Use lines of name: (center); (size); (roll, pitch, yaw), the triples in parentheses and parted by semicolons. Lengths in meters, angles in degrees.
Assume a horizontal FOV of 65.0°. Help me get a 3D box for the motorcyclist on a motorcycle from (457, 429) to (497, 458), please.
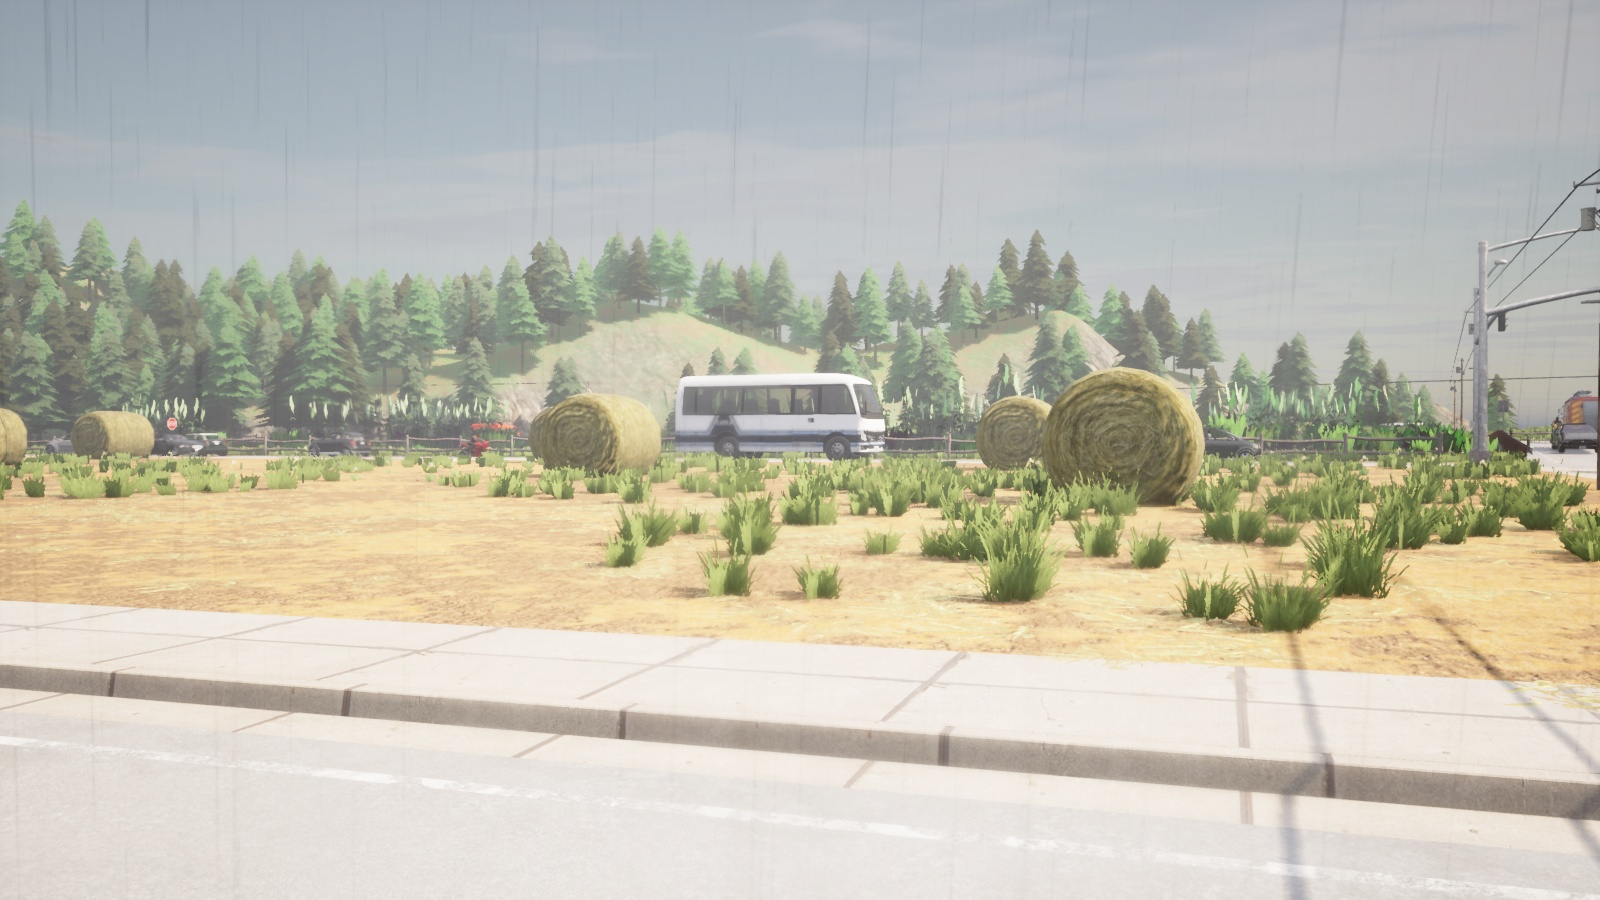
motorcyclist on a motorcycle: (-17.387, -0.346, 67.552); (2.044, 1.523, 0.797); (1, 1, 22)

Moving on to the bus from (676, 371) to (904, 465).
bus: (-0.484, -1.530, 60.558); (10.273, 4.253, 3.944); (1, 1, 22)

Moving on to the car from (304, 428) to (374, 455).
car: (-27.751, -0.518, 75.613); (3.705, 1.549, 1.789); (1, 1, 22)

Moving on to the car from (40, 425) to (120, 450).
car: (-48.184, -0.863, 84.024); (4.611, 1.667, 2.242); (1, 1, 22)

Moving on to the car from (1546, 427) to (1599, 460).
car: (39.484, -0.369, 63.938); (2.033, 1.411, 5.357); (1, 4, 25)

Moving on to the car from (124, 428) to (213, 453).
car: (-38.320, -0.589, 76.195); (4.902, 1.511, 2.128); (1, 1, 22)

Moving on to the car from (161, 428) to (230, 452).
car: (-38.541, -0.643, 80.065); (3.806, 1.475, 1.970); (1, 1, 22)

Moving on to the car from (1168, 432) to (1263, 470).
car: (17.590, 0.013, 53.122); (3.705, 1.549, 1.789); (1, 1, 23)
